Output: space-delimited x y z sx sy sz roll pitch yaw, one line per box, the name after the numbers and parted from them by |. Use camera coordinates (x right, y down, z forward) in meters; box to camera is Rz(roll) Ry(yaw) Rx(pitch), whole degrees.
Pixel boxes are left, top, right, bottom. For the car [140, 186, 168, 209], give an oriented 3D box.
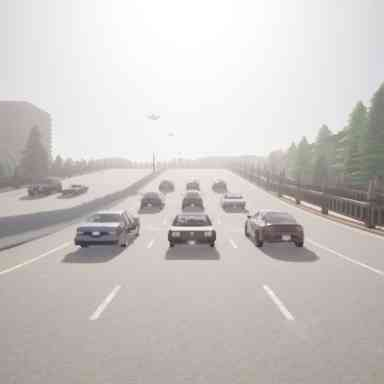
-3.444 0.613 29.584 1.837 1.490 4.892 0 5 0 | car

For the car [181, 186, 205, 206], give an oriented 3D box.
0.056 0.613 29.564 1.837 1.490 4.892 0 5 0 | car

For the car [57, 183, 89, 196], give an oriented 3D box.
-13.889 -0.333 39.696 1.895 1.301 4.718 0 7 0 | car

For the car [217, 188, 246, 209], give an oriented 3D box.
3.556 0.710 29.581 1.895 1.301 4.718 0 5 0 | car

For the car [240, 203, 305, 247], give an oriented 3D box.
3.500 1.468 14.633 1.812 1.442 4.674 0 1 0 | car

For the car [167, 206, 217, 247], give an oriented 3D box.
0.000 1.549 14.665 1.895 1.301 4.718 0 1 0 | car

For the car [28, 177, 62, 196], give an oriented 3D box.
-17.389 -0.659 39.674 2.150 2.045 5.566 0 7 0 | car

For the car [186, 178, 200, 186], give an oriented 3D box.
0.140 -1.135 44.741 2.128 1.511 4.902 0 7 0 | car

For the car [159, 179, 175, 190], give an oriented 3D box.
-3.360 -1.058 44.765 1.994 1.385 4.181 0 7 0 | car

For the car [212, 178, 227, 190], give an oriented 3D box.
3.640 -1.135 44.721 2.128 1.511 4.902 0 7 0 | car

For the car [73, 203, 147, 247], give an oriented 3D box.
-3.499 1.497 14.634 2.033 1.411 5.357 0 1 0 | car
